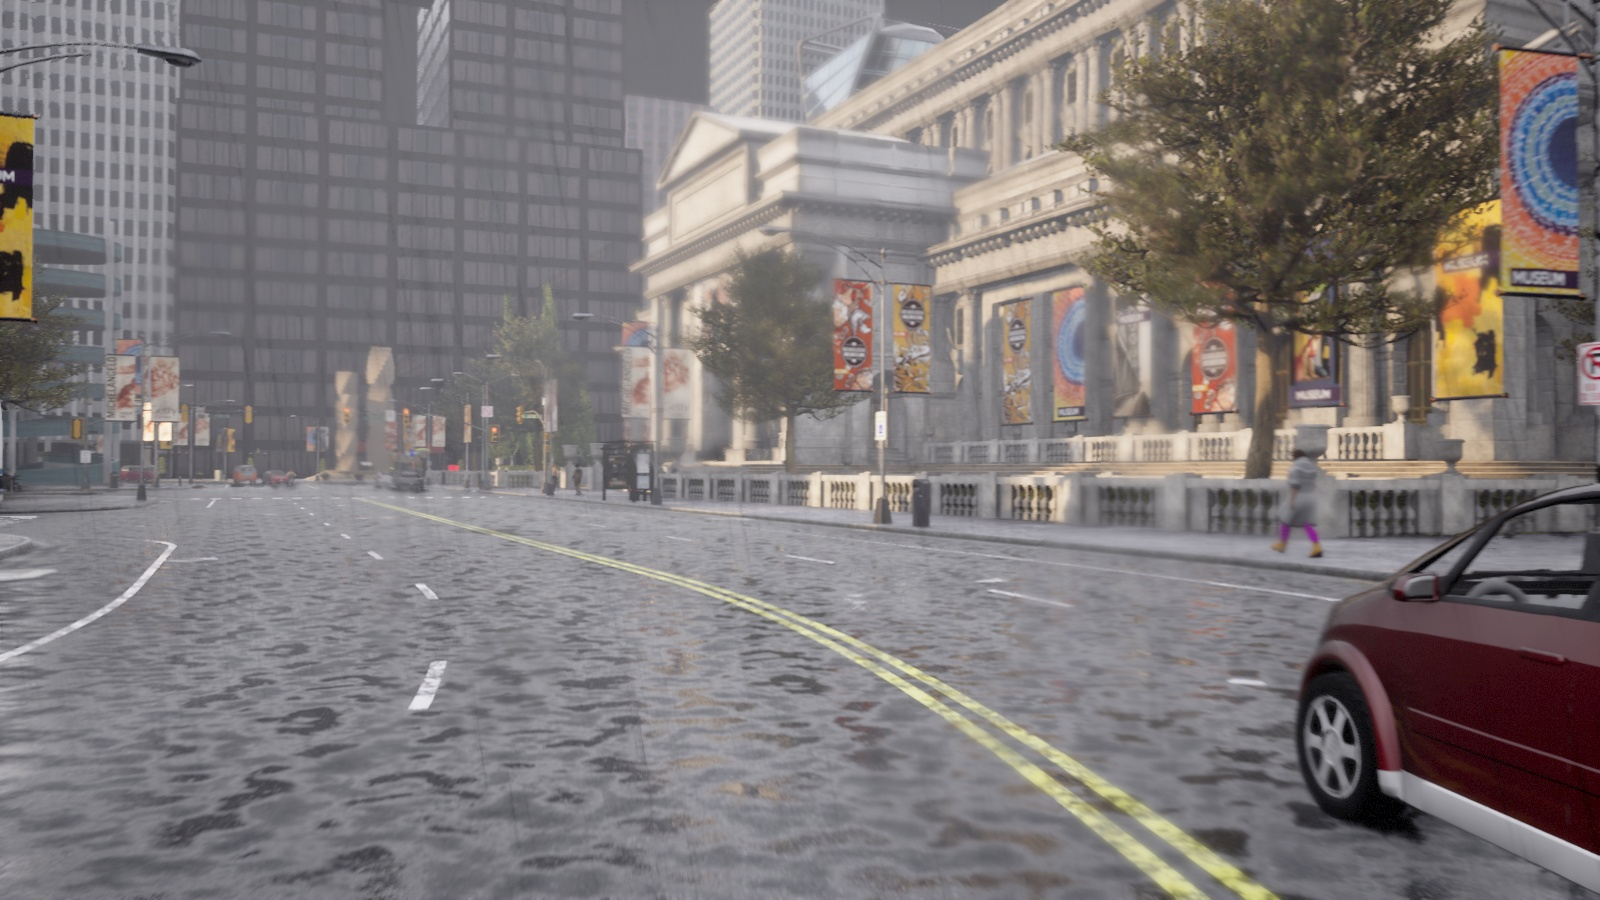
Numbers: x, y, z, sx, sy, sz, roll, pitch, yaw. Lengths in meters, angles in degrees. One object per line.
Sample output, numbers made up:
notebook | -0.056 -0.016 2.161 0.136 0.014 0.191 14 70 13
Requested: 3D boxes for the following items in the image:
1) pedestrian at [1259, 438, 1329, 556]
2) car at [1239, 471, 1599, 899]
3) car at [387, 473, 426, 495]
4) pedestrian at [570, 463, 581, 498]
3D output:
pedestrian | 8.343 0.785 21.228 0.659 1.952 0.873 0 -1 -22
car | 3.274 0.854 4.610 1.789 1.549 3.705 0 -1 -4
car | -28.616 2.441 91.179 2.128 1.511 4.902 0 -1 -24
pedestrian | -12.472 1.702 69.749 0.396 1.930 0.692 0 -1 -32
